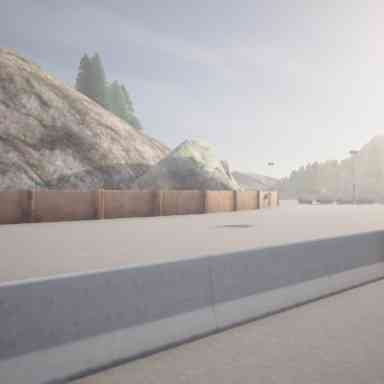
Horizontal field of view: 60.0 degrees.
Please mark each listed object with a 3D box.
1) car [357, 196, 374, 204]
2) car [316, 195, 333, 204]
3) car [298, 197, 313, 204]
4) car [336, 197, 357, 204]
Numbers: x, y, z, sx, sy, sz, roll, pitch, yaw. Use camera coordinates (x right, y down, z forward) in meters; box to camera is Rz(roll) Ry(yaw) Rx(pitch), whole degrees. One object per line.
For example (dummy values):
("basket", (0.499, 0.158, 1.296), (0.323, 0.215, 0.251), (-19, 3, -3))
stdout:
("car", (31.701, 1.558, 61.169), (1.837, 1.490, 4.892), (0, 0, 8))
("car", (24.779, 1.402, 62.211), (2.097, 1.767, 4.553), (0, 0, 8))
("car", (21.311, 1.600, 62.688), (2.033, 1.411, 5.357), (0, 0, 8))
("car", (28.237, 1.600, 61.676), (2.033, 1.411, 5.357), (0, 0, 8))
